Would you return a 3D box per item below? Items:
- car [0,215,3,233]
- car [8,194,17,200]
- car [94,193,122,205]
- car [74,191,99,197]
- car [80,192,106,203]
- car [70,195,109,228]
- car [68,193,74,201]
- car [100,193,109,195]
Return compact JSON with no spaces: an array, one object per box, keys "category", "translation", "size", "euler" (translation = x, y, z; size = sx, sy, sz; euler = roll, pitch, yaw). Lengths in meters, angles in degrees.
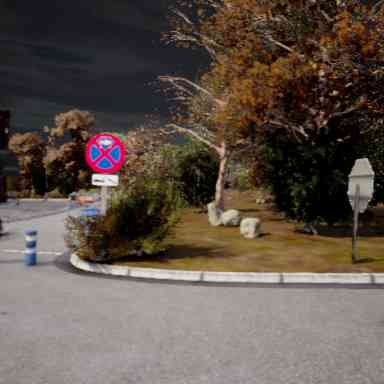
[{"category":"car","translation":[-8.758,1.060,11.913],"size":[1.994,1.385,4.181],"euler":[3,0,2]},{"category":"car","translation":[-38.049,0.946,67.550],"size":[5.008,1.535,2.097],"euler":[-1,1,17]},{"category":"car","translation":[-11.841,0.908,46.535],"size":[2.231,1.521,4.892],"euler":[1,0,-33]},{"category":"car","translation":[-12.175,0.780,38.803],"size":[2.097,1.767,4.553],"euler":[2,0,-24]},{"category":"car","translation":[-15.230,0.824,51.091],"size":[2.097,1.535,5.008],"euler":[1,1,-39]},{"category":"car","translation":[-4.869,1.194,19.001],"size":[2.097,1.535,5.008],"euler":[3,0,1]},{"category":"car","translation":[-18.928,0.777,55.637],"size":[4.892,1.521,2.231],"euler":[0,-1,44]},{"category":"car","translation":[-5.044,0.929,24.993],"size":[2.435,2.045,5.566],"euler":[3,0,-5]}]
